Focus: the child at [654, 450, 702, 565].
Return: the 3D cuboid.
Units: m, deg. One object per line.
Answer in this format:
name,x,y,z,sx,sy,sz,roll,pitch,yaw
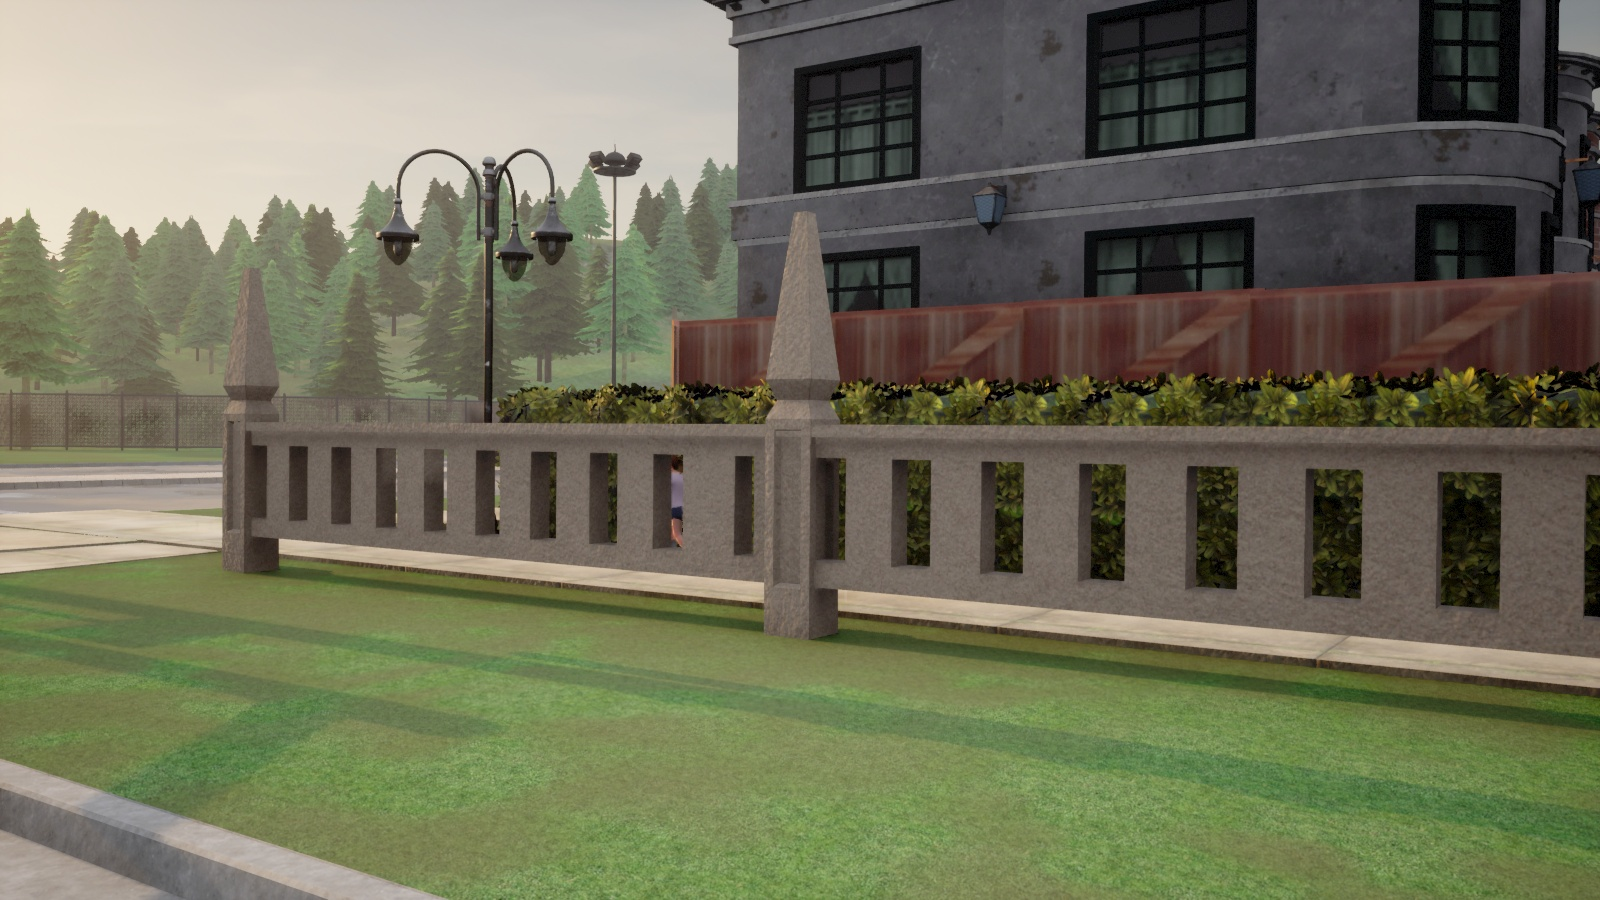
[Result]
child,-1.212,0.561,12.450,0.394,1.110,0.255,0,1,37
